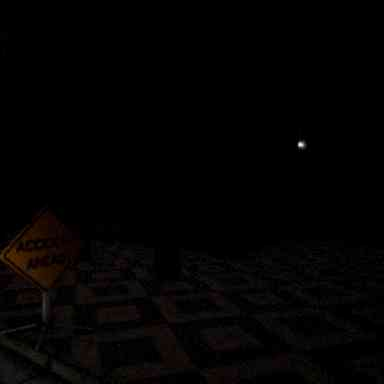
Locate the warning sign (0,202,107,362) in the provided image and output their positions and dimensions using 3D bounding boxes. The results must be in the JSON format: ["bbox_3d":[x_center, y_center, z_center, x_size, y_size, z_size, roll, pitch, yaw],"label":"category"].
[{"bbox_3d":[-2.104,1.104,4.812,1.060,1.860,1.300,0,0,35],"label":"warning sign"}]
